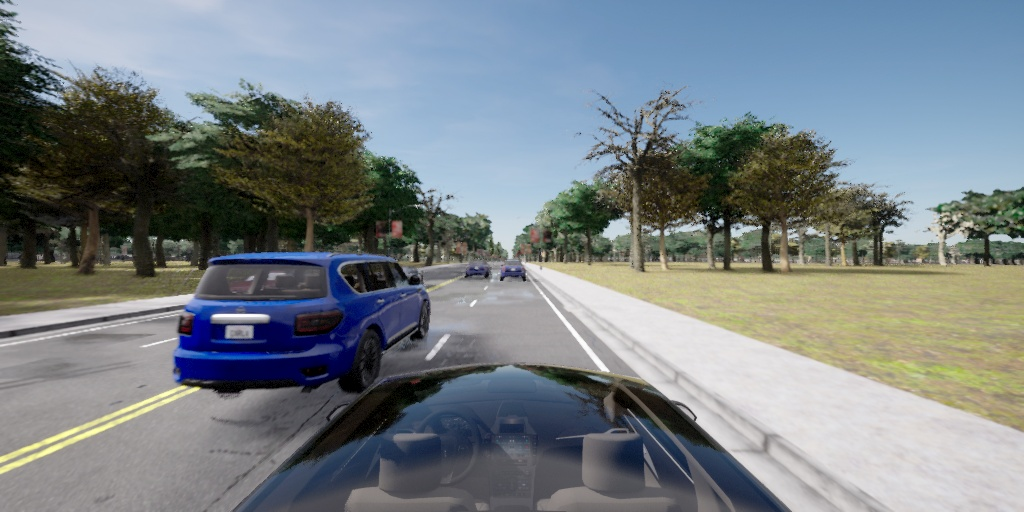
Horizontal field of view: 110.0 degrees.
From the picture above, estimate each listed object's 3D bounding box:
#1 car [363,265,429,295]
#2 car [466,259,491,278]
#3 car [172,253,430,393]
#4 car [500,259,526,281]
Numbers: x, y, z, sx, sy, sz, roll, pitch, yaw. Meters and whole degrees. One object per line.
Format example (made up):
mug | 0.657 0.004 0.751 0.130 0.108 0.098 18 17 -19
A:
car | -6.546 1.302 20.970 2.033 1.411 5.357 0 0 1
car | -3.160 1.118 34.279 2.097 1.767 4.553 0 0 0
car | -3.152 0.972 6.829 2.150 2.045 5.566 0 0 0
car | 0.091 1.113 30.717 2.097 1.767 4.553 0 0 0
